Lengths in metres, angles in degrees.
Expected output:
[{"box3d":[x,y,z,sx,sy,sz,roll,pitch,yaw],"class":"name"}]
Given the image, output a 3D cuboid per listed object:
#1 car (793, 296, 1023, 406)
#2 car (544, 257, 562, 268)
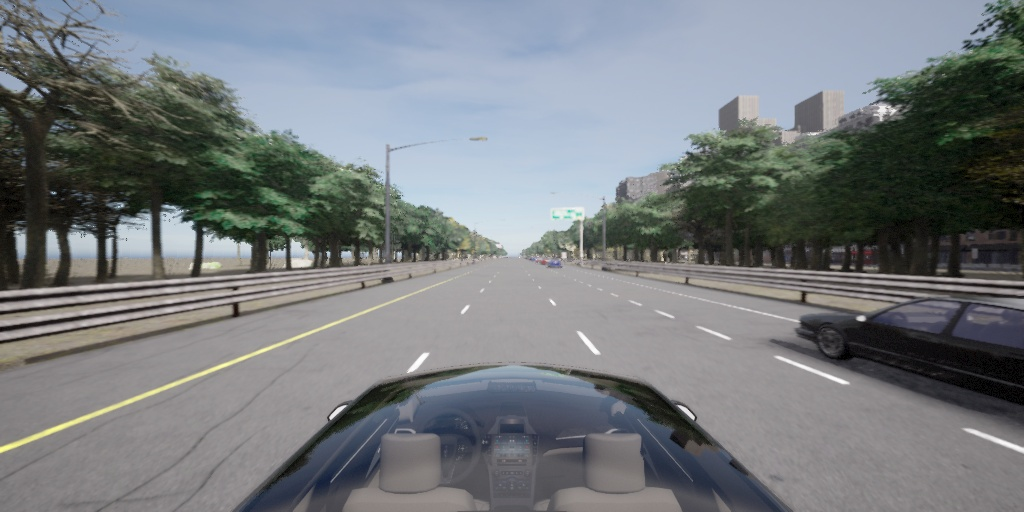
[{"box3d":[6.999,1.301,5.232,2.033,1.411,5.357,0,0,0],"class":"car"},{"box3d":[7.175,1.096,61.092,2.097,1.767,4.553,0,0,0],"class":"car"}]
